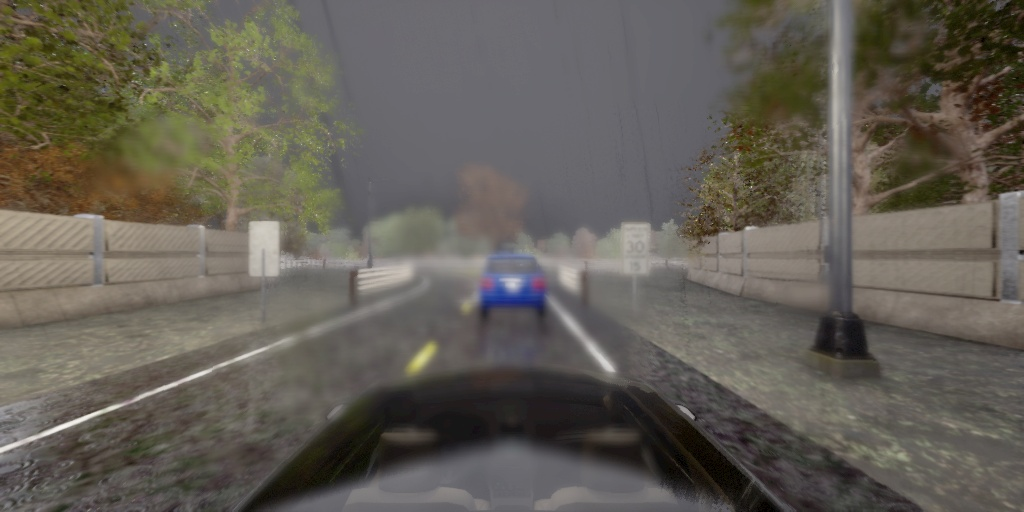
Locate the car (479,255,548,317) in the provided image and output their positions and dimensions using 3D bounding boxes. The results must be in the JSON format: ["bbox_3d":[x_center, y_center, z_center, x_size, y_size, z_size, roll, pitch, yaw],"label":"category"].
[{"bbox_3d":[0.065,0.974,13.223,2.150,2.045,5.566,0,0,1],"label":"car"}]
